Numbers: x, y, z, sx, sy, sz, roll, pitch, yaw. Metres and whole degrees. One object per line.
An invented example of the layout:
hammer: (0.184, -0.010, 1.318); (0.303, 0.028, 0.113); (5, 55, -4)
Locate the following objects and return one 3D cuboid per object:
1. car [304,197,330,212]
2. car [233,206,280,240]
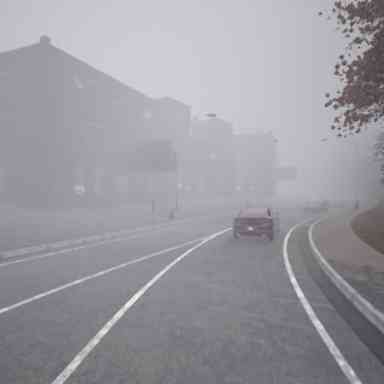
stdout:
car: (13.362, 1.300, 35.679); (1.812, 1.442, 4.674); (-1, 0, 33)
car: (3.389, 1.456, 17.062); (1.882, 1.535, 5.008); (0, 0, 19)
